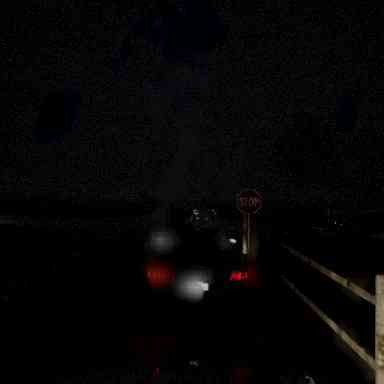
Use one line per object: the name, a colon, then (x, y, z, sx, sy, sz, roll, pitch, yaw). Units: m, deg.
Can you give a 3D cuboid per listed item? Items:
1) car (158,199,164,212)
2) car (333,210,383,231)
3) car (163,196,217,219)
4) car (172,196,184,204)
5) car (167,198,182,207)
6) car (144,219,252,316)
car: (-2.764, 1.519, 38.393, 2.128, 1.511, 4.902, 0, 0, 0)
car: (12.641, 2.058, 23.786, 4.892, 1.490, 1.837, 2, 0, -2)
car: (-0.020, 1.409, 25.778, 2.097, 1.767, 4.553, 1, 1, -32)
car: (-2.643, 1.559, 66.064, 2.128, 1.511, 4.902, 0, 0, 1)
car: (-2.711, 1.607, 52.212, 1.994, 1.385, 4.181, 0, 0, 1)
car: (0.111, 1.567, 7.613, 1.994, 1.385, 4.181, 0, 0, 0)
